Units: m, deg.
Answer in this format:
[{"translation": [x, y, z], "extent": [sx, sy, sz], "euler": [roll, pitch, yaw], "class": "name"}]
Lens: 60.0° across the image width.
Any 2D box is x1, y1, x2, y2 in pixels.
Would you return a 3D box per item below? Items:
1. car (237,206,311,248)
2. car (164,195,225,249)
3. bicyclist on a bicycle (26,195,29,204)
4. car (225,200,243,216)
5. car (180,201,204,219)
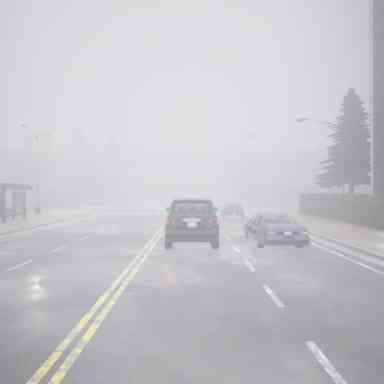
[{"translation": [3.500, 1.562, 14.650], "extent": [2.033, 1.411, 5.357], "euler": [0, 0, 0], "class": "car"}, {"translation": [0.000, 1.257, 14.680], "extent": [2.150, 2.045, 5.566], "euler": [0, 0, 0], "class": "car"}, {"translation": [-27.269, 1.243, 54.743], "extent": [0.582, 1.620, 1.656], "euler": [0, 0, 0], "class": "bicyclist on a bicycle"}, {"translation": [3.500, 1.515, 29.650], "extent": [1.837, 1.490, 4.892], "euler": [0, 0, 0], "class": "car"}, {"translation": [0.000, 1.571, 29.650], "extent": [1.994, 1.385, 4.181], "euler": [0, 0, 0], "class": "car"}]
